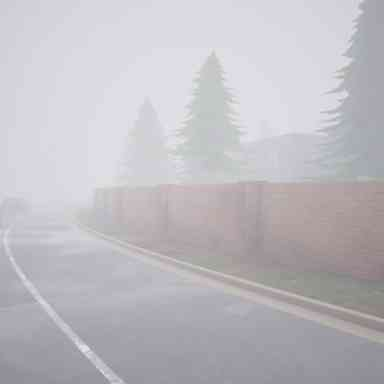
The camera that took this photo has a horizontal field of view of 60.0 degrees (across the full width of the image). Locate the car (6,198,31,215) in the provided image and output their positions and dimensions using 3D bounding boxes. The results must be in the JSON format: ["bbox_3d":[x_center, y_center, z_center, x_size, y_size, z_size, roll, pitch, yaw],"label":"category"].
[{"bbox_3d":[-17.877,1.340,33.973,2.097,1.767,4.553,0,0,-17],"label":"car"}]

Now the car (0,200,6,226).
[{"bbox_3d":[-12.613,1.346,19.888,2.097,1.767,4.553,0,0,-26],"label":"car"}]
